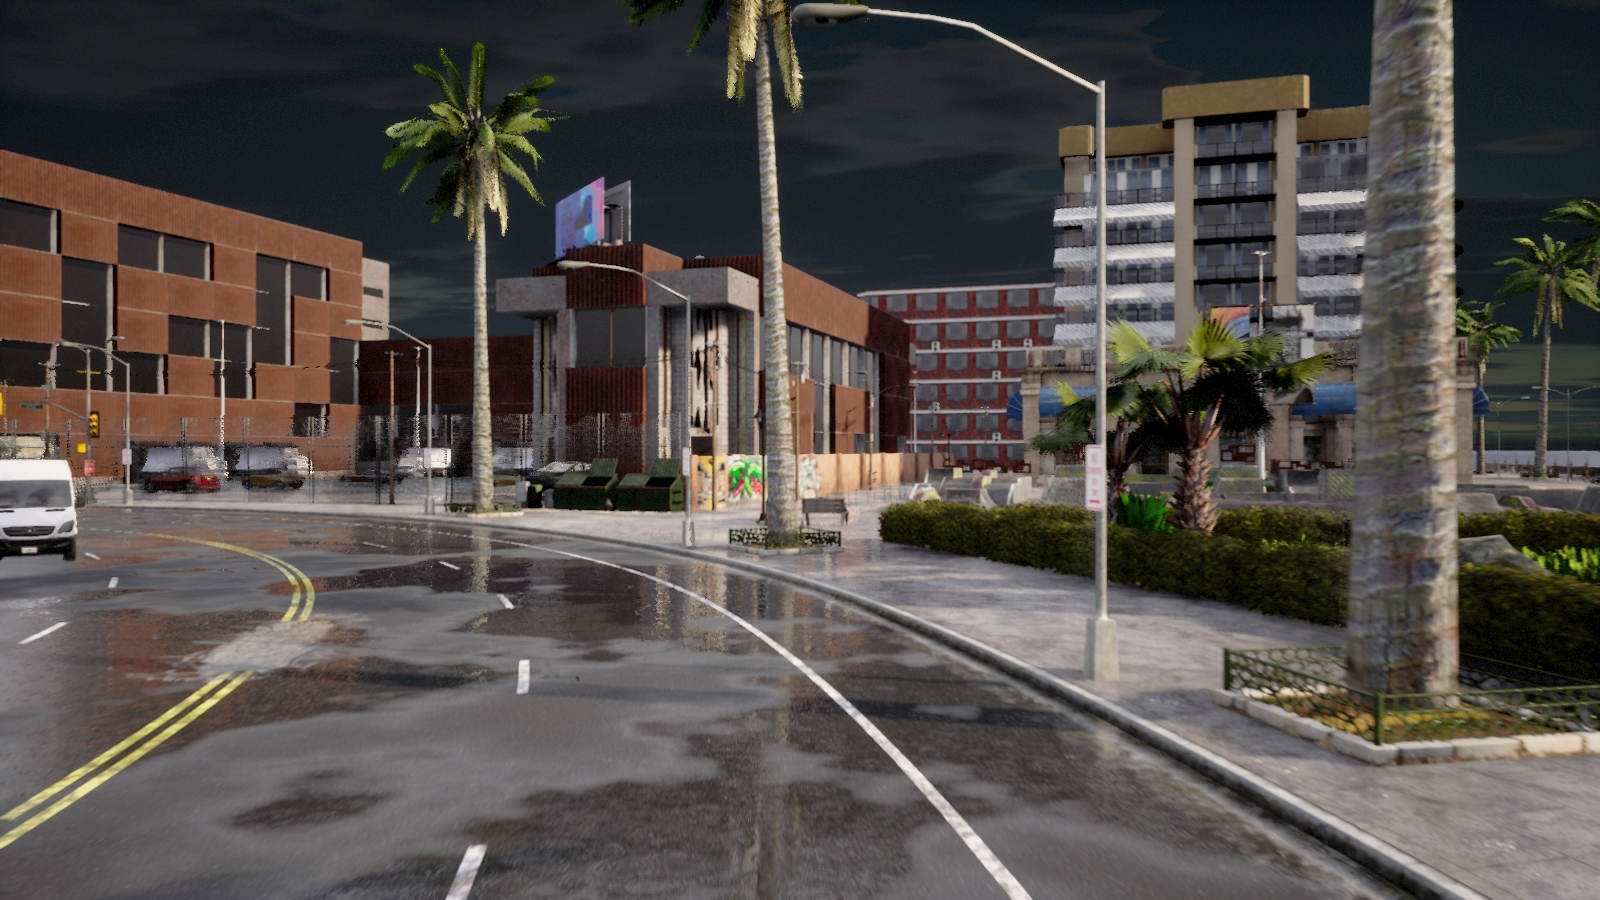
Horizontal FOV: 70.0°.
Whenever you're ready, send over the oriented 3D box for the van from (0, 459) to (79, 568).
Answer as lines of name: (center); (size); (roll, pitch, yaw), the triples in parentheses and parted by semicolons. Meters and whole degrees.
van: (-20.159, 1.538, 30.059); (1.988, 2.561, 5.915); (0, 0, -32)
